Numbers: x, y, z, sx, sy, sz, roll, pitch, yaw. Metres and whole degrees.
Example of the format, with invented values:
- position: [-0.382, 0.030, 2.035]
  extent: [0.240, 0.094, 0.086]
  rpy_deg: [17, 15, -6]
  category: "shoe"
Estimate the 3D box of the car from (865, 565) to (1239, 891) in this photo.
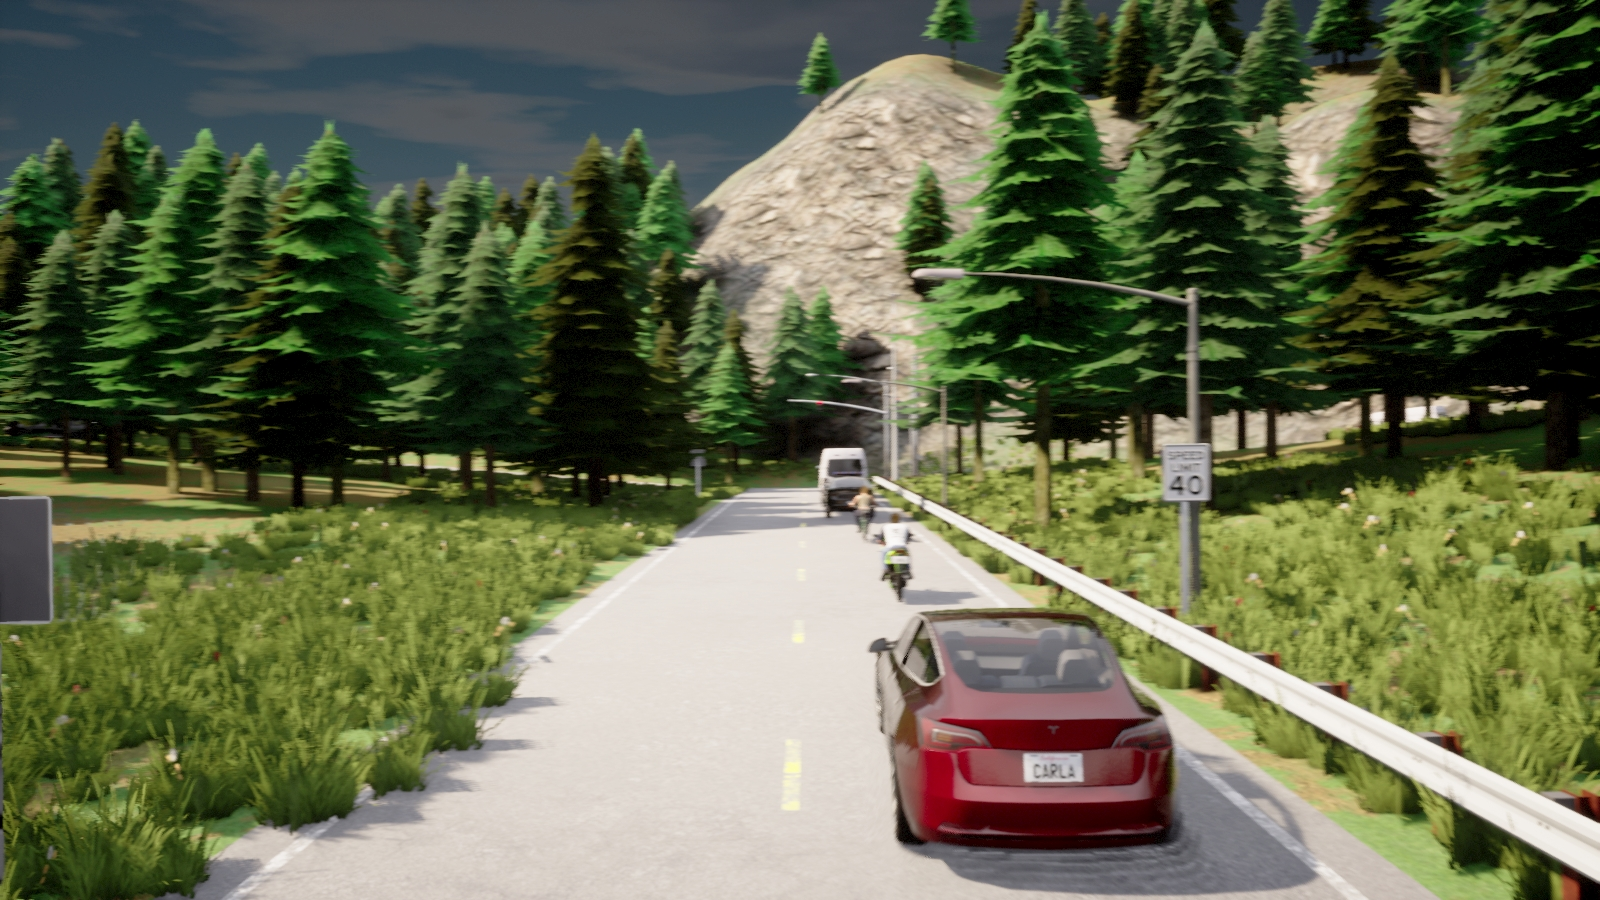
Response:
- position: [1.688, 1.963, 9.448]
  extent: [2.163, 1.488, 4.792]
  rpy_deg: [-1, 0, 2]
  category: "car"

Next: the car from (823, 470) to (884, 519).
- position: [2.002, 1.646, 44.108]
  extent: [2.097, 1.638, 5.238]
  rpy_deg: [-1, 0, 0]
  category: "car"

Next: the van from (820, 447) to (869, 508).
- position: [1.924, 1.150, 51.524]
  extent: [1.988, 2.561, 5.915]
  rpy_deg: [-1, 0, 0]
  category: "van"

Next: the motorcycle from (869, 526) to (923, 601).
- position: [1.728, 2.037, 20.835]
  extent: [0.803, 1.145, 2.033]
  rpy_deg: [-1, 1, 0]
  category: "motorcycle"

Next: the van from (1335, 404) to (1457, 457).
- position: [35.418, -1.121, 68.094]
  extent: [1.988, 2.561, 5.915]
  rpy_deg: [-1, -4, -40]
  category: "van"
